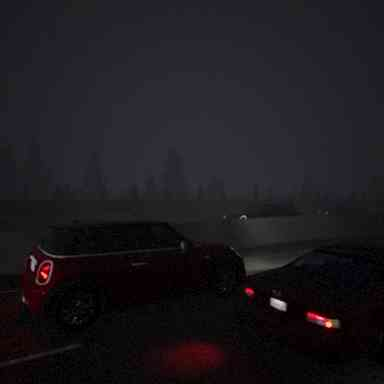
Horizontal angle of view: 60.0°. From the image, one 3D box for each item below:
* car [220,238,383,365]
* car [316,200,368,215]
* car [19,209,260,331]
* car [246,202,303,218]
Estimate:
[{"bbox_3d":[3.295,1.542,5.703,5.357,1.411,2.033,0,0,-31],"label":"car"},{"bbox_3d":[13.434,1.528,29.818,4.892,1.490,1.837,1,0,-19],"label":"car"},{"bbox_3d":[-1.030,1.333,7.021,4.553,1.767,2.097,0,0,-33],"label":"car"},{"bbox_3d":[3.839,1.336,18.088,4.553,1.767,2.097,0,0,-27],"label":"car"}]
